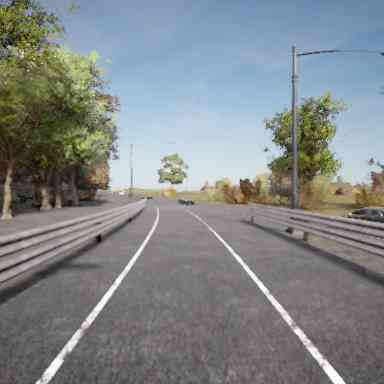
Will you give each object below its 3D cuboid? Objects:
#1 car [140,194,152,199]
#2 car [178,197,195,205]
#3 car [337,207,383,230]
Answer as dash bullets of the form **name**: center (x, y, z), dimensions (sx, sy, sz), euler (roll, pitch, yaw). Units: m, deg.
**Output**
- **car**: center (-12.525, 1.373, 94.711), dimensions (2.033, 1.411, 5.357), euler (0, 0, -17)
- **car**: center (-1.113, 1.581, 58.081), dimensions (1.895, 1.301, 4.718), euler (0, 0, -17)
- **car**: center (10.776, 1.666, 19.928), dimensions (1.837, 1.490, 4.892), euler (0, 0, -17)
